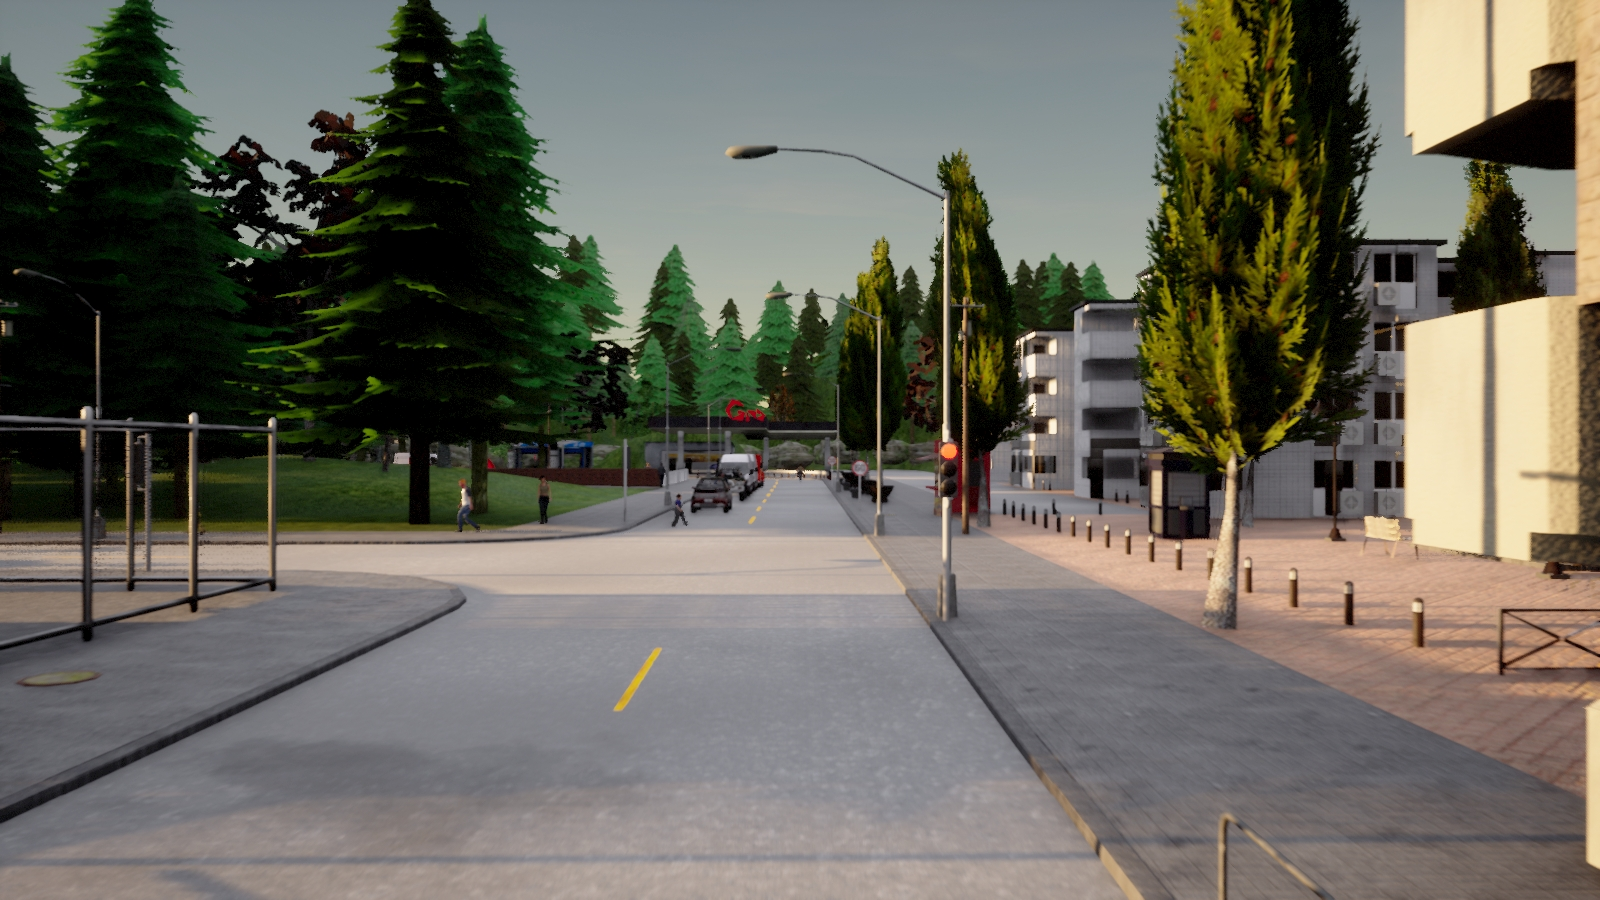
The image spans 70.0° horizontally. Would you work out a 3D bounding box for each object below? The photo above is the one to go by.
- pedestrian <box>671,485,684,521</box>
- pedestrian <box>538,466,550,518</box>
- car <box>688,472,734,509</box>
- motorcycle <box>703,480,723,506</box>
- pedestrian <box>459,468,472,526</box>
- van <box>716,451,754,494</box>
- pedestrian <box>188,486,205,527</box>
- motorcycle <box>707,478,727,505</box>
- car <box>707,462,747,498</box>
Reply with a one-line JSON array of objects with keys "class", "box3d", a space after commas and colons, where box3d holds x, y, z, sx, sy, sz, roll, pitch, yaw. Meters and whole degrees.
[{"class": "pedestrian", "box3d": [-4.424, 1.909, 41.368, 0.375, 1.300, 0.375, 0, 0, 12]}, {"class": "pedestrian", "box3d": [-9.288, 1.526, 41.463, 0.375, 1.860, 0.375, 0, 0, 0]}, {"class": "car", "box3d": [-3.999, 1.806, 51.964, 1.789, 1.549, 3.705, 0, 0, 0]}, {"class": "motorcycle", "box3d": [-4.017, 1.993, 52.926, 0.803, 1.145, 2.033, 0, 0, 0]}, {"class": "pedestrian", "box3d": [-10.887, 1.524, 37.196, 0.375, 1.860, 0.375, 0, 0, -17]}, {"class": "van", "box3d": [-3.990, 1.315, 70.817, 1.988, 2.561, 5.915, 0, 0, 0]}, {"class": "pedestrian", "box3d": [-19.457, 1.806, 36.846, 0.375, 1.300, 0.375, 0, 0, -5]}, {"class": "motorcycle", "box3d": [-3.988, 1.962, 54.918, 0.856, 1.236, 1.805, 0, 0, 0]}, {"class": "car", "box3d": [-4.045, 1.644, 63.751, 1.932, 1.855, 4.605, 0, 0, 0]}]
